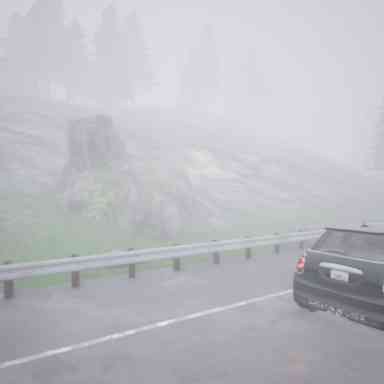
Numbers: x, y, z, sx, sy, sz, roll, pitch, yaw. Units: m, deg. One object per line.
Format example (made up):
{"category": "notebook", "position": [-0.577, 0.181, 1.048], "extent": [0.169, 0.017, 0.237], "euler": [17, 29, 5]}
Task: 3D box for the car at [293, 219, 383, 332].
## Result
{"category": "car", "position": [4.100, 1.347, 6.464], "extent": [4.553, 1.767, 2.097], "euler": [0, 0, -34]}
